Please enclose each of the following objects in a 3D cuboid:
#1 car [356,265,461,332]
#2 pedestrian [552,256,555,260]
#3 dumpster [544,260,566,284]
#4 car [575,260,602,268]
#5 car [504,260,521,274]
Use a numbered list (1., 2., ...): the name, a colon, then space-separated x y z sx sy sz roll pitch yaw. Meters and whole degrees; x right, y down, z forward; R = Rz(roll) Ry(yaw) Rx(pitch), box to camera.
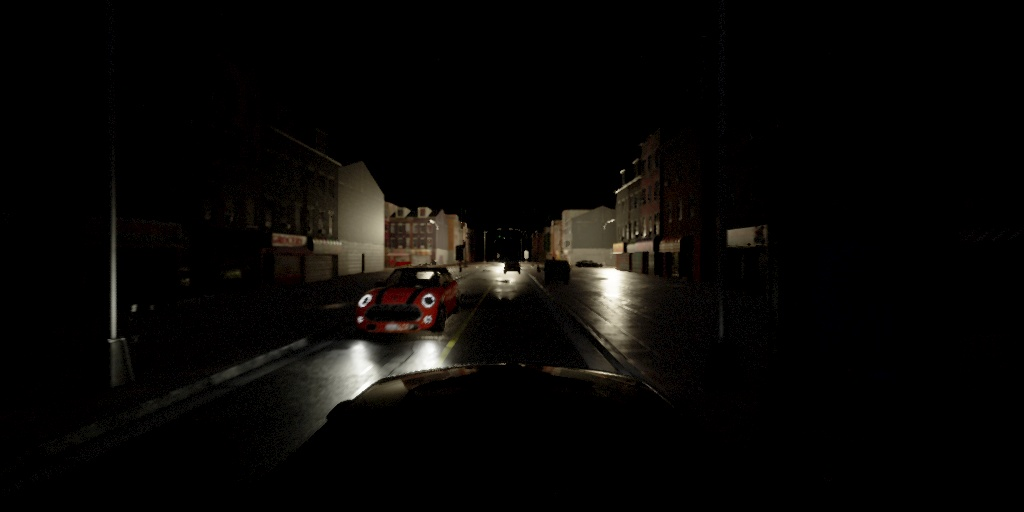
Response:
1. car: -2.852 1.102 10.769 2.097 1.767 4.553 0 0 0
2. pedestrian: 3.002 0.899 26.307 0.375 1.860 0.375 0 0 -10
3. dumpster: 3.002 1.152 25.297 1.020 1.700 1.940 0 0 0
4. car: 12.335 1.302 57.713 4.313 1.339 1.948 0 0 0
5. car: 0.044 1.245 40.870 1.882 1.535 5.008 0 0 0
